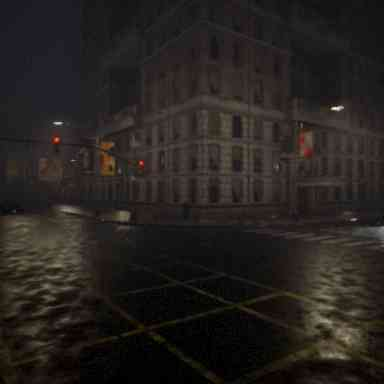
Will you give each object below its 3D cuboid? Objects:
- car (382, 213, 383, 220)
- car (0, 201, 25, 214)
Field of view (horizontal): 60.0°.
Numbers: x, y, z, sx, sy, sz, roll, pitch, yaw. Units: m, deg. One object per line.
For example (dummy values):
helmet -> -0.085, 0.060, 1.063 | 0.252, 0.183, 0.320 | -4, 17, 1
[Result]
car -> 15.535, 1.664, 23.662 | 4.718, 1.301, 1.895 | 0, 0, -35
car -> -18.978, 1.612, 35.009 | 1.895, 1.301, 4.718 | 0, 0, -35
